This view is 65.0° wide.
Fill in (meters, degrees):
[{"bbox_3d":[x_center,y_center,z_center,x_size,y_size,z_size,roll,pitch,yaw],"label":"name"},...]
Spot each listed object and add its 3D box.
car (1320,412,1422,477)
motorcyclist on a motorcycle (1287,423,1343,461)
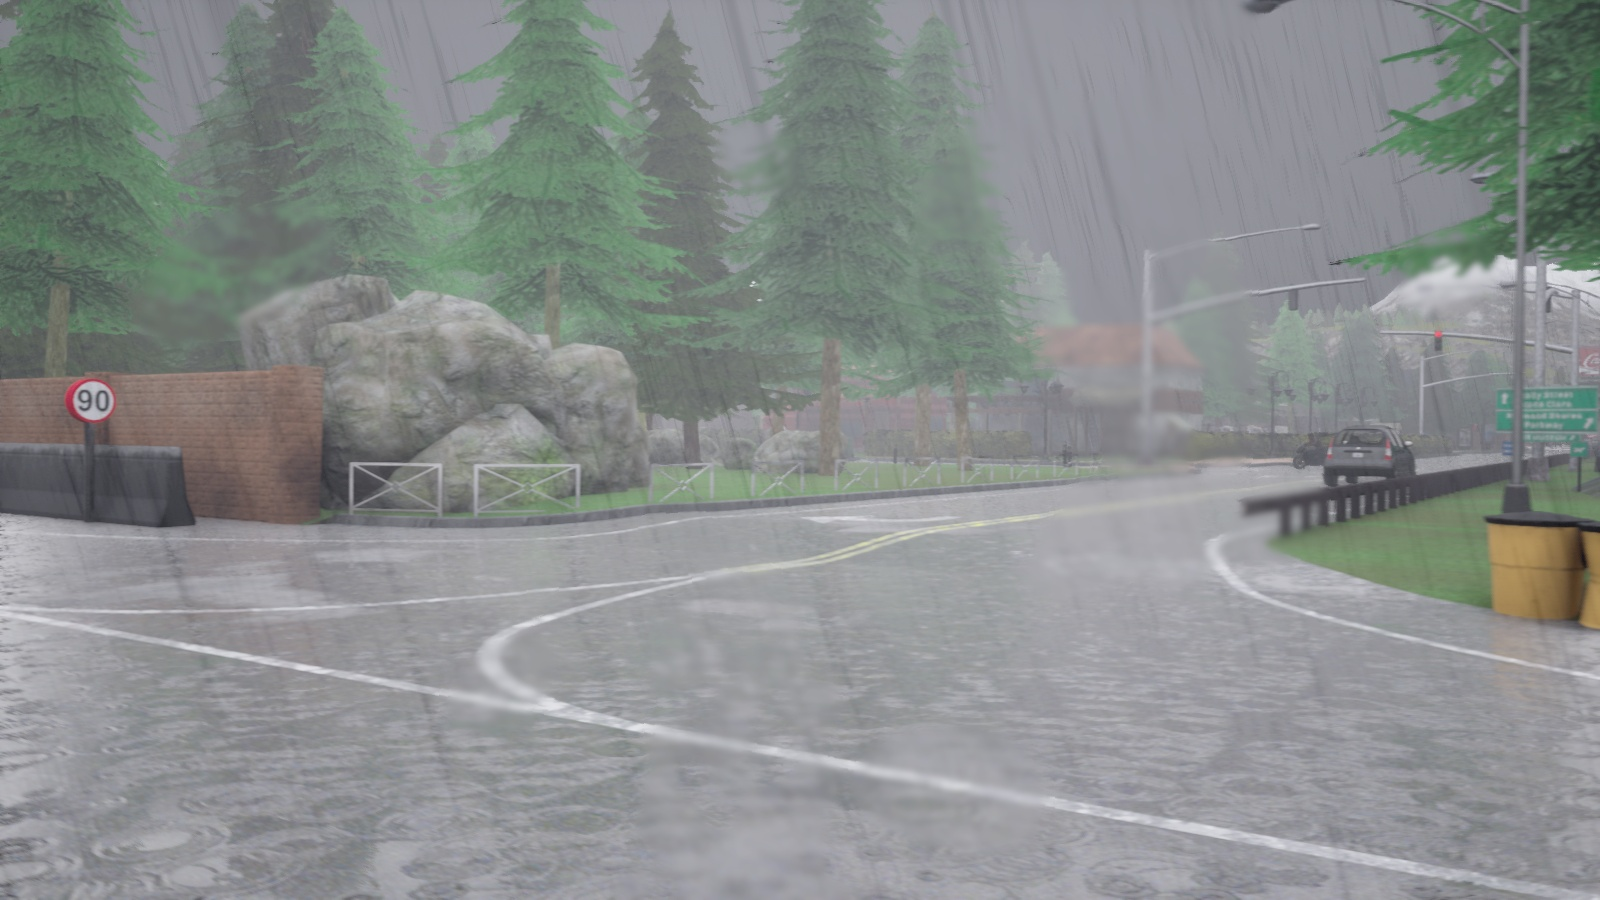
[{"bbox_3d":[15.351,-0.165,33.650,1.851,1.617,3.988,0,1,34],"label":"car"},{"bbox_3d":[21.413,-0.320,52.214,2.044,1.523,0.797,-1,-3,-14],"label":"motorcyclist on a motorcycle"}]
